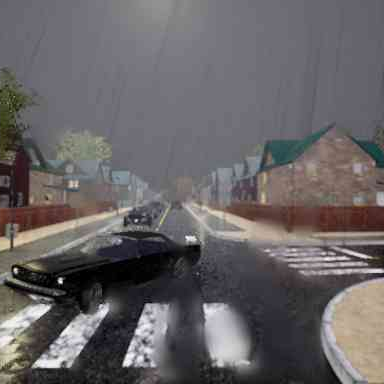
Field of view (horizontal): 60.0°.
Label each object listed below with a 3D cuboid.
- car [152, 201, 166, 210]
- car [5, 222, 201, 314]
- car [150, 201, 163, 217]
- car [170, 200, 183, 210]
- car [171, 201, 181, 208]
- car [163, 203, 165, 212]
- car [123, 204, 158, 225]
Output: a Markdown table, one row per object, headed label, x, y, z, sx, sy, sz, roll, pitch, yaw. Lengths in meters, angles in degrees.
| label | x | y | z | sx | sy | sz | roll | pitch | yaw |
| --- | --- | --- | --- | --- | --- | --- | --- | --- | --- |
| car | -5.317 | 2.201 | 53.702 | 1.994 | 1.385 | 4.181 | 0 | -1 | -2 |
| car | -1.755 | 1.669 | 8.044 | 1.895 | 1.301 | 4.718 | 0 | -1 | 33 |
| car | -4.354 | 1.900 | 34.078 | 2.033 | 1.411 | 5.357 | 0 | -1 | -3 |
| car | -2.512 | 2.142 | 53.713 | 1.837 | 1.490 | 4.892 | 0 | -1 | -3 |
| car | -3.045 | 2.407 | 64.143 | 1.895 | 1.301 | 4.718 | 0 | -1 | -3 |
| car | -4.847 | 2.015 | 43.832 | 1.812 | 1.442 | 4.674 | 0 | -1 | -3 |
| car | -3.865 | 1.801 | 24.707 | 1.994 | 1.385 | 4.181 | 0 | -1 | -2 |
